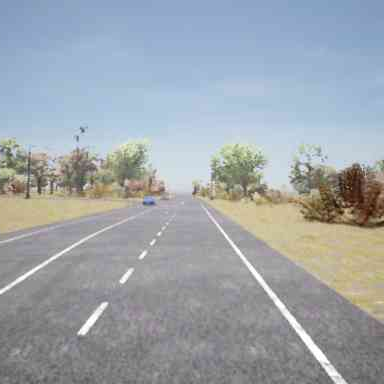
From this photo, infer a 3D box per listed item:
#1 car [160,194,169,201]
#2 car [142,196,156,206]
[{"bbox_3d":[-7.081,1.439,86.440,2.097,1.767,4.553,0,0,0],"label":"car"},{"bbox_3d":[-7.022,1.462,55.004,1.882,1.535,5.008,0,0,0],"label":"car"}]
